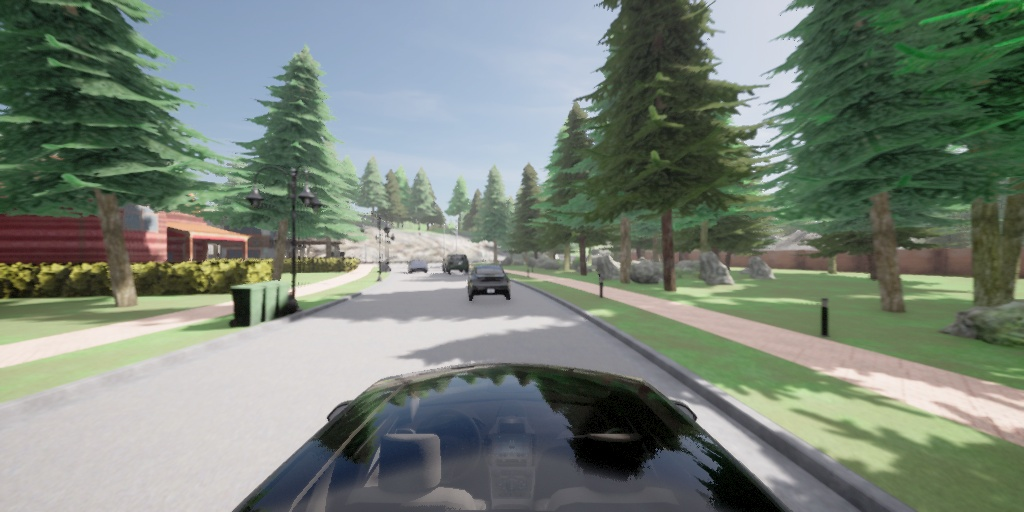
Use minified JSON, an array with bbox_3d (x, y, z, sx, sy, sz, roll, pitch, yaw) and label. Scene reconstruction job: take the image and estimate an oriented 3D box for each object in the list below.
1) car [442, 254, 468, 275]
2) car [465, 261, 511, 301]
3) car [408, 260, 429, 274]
[{"bbox_3d":[-5.887,0.814,37.317,2.150,2.045,5.566,0,0,-18],"label":"car"},{"bbox_3d":[-1.171,1.182,17.091,1.837,1.490,4.892,0,0,-7],"label":"car"},{"bbox_3d":[-10.078,1.152,38.323,2.033,1.411,5.357,0,0,-19],"label":"car"}]
